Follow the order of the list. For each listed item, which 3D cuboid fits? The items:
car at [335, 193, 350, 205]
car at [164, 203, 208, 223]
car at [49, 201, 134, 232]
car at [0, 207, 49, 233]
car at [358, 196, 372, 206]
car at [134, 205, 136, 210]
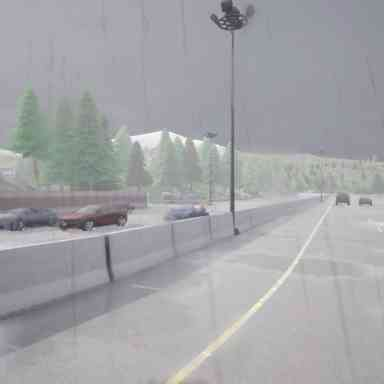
[{"bbox_3d":[25.960,1.221,57.348,2.150,2.045,5.566,0,0,24],"label":"car"},{"bbox_3d":[-0.324,1.525,24.218,1.812,1.442,4.674,0,0,24],"label":"car"},{"bbox_3d":[-5.908,1.477,20.316,1.882,1.535,5.008,0,0,24],"label":"car"},{"bbox_3d":[-9.968,1.564,19.818,1.994,1.385,4.181,0,0,24],"label":"car"},{"bbox_3d":[29.446,1.492,56.579,2.128,1.511,4.902,0,0,24],"label":"car"},{"bbox_3d":[-7.702,1.601,33.380,1.895,1.301,4.718,0,0,24],"label":"car"}]
